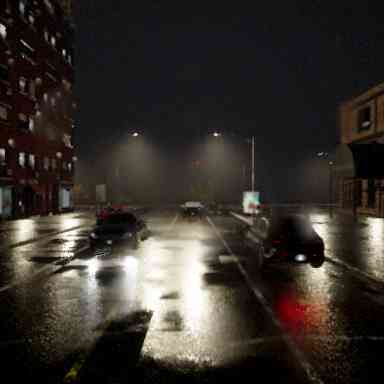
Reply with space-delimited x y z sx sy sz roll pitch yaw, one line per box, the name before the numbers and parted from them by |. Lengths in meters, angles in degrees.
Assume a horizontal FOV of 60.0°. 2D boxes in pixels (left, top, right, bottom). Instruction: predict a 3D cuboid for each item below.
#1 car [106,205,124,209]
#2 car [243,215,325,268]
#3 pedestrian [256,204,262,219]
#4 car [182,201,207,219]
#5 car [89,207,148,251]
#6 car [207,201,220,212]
car | -5.691 1.712 24.632 1.887 1.381 4.507 -1 0 0
car | 3.004 1.585 11.614 1.837 1.490 4.892 0 0 0
pedestrian | 2.962 1.393 14.549 0.375 1.860 0.375 -1 0 -3
car | 0.075 1.705 31.481 2.128 1.511 4.902 0 0 0
car | -3.094 1.627 14.791 1.812 1.442 4.674 0 0 0
car | 1.961 1.858 43.625 1.994 1.385 4.181 0 0 34
